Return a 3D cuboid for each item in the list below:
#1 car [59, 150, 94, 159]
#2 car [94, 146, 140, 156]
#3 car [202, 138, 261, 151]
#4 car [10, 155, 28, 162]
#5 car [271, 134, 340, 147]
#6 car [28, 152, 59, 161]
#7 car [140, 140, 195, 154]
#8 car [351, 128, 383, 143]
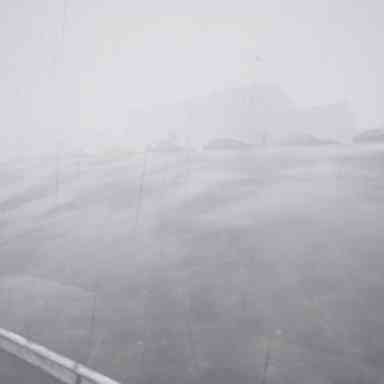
[{"bbox_3d":[-11.324,-3.691,34.810,4.674,1.452,2.002,1,1,33],"label":"car"},{"bbox_3d":[-6.614,-3.655,31.878,5.008,1.535,2.097,1,1,32],"label":"car"},{"bbox_3d":[3.130,-3.471,26.255,4.792,1.488,2.163,1,1,29],"label":"car"},{"bbox_3d":[-20.535,-3.856,40.945,4.892,1.521,2.231,0,0,34],"label":"car"},{"bbox_3d":[7.993,-3.384,23.645,4.674,1.452,2.002,1,1,28],"label":"car"},{"bbox_3d":[-15.970,-3.803,37.842,4.892,1.521,2.231,1,0,34],"label":"car"},{"bbox_3d":[-1.862,-3.704,29.059,4.553,1.767,2.185,1,1,31],"label":"car"},{"bbox_3d":[12.823,-3.348,21.183,4.892,1.521,2.231,1,1,27],"label":"car"}]
